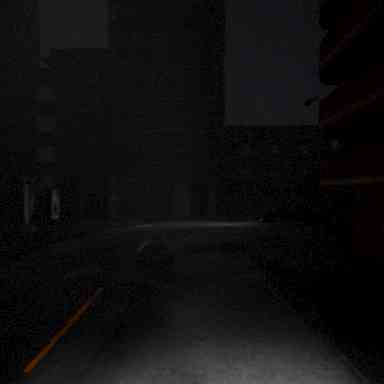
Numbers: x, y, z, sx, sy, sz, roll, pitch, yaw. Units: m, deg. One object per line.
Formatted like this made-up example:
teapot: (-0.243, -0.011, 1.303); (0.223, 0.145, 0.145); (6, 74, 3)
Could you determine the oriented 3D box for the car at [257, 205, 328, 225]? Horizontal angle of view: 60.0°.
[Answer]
car: (7.072, 1.595, 23.658); (4.718, 1.301, 1.895); (0, 0, -8)
